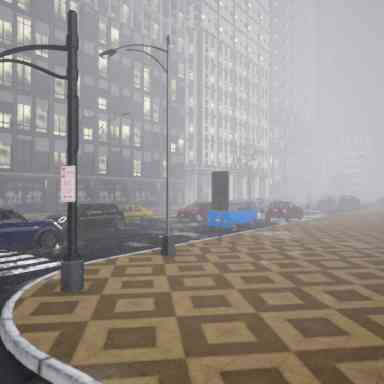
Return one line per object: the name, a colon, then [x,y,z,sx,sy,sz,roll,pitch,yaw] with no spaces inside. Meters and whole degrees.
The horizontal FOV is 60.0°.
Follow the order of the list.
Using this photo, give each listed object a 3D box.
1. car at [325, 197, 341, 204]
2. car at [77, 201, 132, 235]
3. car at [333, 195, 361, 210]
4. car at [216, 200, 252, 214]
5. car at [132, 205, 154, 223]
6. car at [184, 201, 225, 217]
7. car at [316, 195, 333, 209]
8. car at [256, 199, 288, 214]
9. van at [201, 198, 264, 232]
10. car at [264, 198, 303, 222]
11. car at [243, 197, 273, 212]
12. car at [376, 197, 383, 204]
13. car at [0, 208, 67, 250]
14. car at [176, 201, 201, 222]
car: [28.406,1.624,67.008,2.008,1.369,4.403,0,0,38]
car: [-5.877,1.367,18.369,2.097,1.767,4.553,0,0,38]
car: [21.088,1.368,44.561,2.192,1.841,5.009,0,0,38]
car: [4.668,1.570,36.132,1.887,1.381,4.507,0,0,38]
car: [-4.827,1.540,23.995,1.752,1.417,4.829,0,0,38]
car: [1.277,1.603,31.721,1.802,1.307,4.206,0,0,38]
car: [18.843,1.540,45.686,2.128,1.511,4.902,0,0,38]
car: [9.231,1.559,37.993,1.812,1.442,4.674,0,1,38]
van: [2.565,1.368,20.286,1.690,1.788,3.998,0,0,38]
car: [7.524,1.472,26.918,1.967,1.590,4.097,0,0,38]
car: [8.059,1.471,40.543,1.967,1.590,4.097,0,0,38]
car: [38.043,1.658,66.615,1.947,1.339,4.313,0,0,38]
car: [-7.283,1.366,12.592,2.097,1.767,4.553,0,0,43]
car: [0.782,1.499,27.027,1.882,1.535,5.008,0,0,37]
